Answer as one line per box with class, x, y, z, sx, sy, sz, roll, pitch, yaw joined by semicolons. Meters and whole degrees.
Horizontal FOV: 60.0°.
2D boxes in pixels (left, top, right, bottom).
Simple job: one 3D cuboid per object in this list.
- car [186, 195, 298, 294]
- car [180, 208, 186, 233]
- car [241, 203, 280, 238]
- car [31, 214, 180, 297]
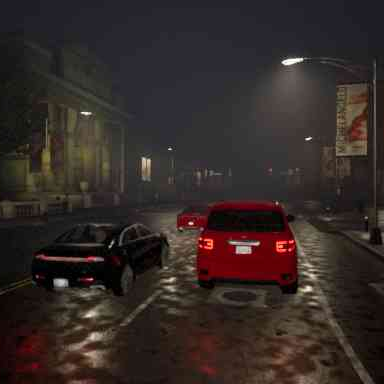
car;1.602;1.221;9.084;2.150;2.045;5.566;0;0;13
car;0.572;1.478;19.606;1.882;1.535;5.008;0;0;15
car;3.962;1.478;18.744;1.882;1.535;5.008;0;0;14
car;-1.993;1.492;8.663;2.128;1.511;4.902;0;0;11
